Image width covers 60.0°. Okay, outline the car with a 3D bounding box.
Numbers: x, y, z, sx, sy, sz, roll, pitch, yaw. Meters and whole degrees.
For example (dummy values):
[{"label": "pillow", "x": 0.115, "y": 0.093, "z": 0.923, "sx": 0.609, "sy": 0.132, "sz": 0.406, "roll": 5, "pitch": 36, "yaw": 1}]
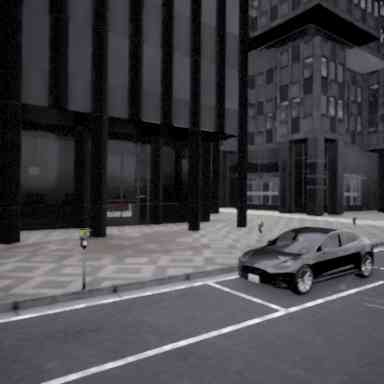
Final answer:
[{"label": "car", "x": 3.202, "y": 1.640, "z": 8.930, "sx": 4.313, "sy": 1.339, "sz": 1.947, "roll": 1, "pitch": 0, "yaw": -35}]
